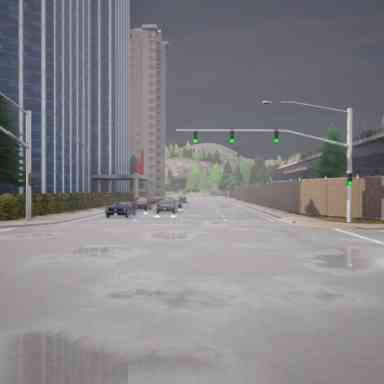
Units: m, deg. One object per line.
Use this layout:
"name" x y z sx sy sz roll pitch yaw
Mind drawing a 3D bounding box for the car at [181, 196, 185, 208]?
"car" -2.261 1.377 43.366 1.812 1.442 4.674 0 0 3

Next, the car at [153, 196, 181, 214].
"car" -2.503 1.387 34.110 1.837 1.490 4.892 0 0 2

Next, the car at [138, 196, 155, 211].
"car" -5.872 1.344 38.666 1.882 1.535 5.008 0 0 2

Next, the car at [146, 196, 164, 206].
"car" -5.518 1.374 50.743 2.033 1.411 5.357 0 0 2

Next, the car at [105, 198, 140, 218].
"car" -6.152 1.498 29.268 1.895 1.301 4.718 0 0 2

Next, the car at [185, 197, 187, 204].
"car" -1.797 1.353 57.381 2.033 1.411 5.357 0 0 2
